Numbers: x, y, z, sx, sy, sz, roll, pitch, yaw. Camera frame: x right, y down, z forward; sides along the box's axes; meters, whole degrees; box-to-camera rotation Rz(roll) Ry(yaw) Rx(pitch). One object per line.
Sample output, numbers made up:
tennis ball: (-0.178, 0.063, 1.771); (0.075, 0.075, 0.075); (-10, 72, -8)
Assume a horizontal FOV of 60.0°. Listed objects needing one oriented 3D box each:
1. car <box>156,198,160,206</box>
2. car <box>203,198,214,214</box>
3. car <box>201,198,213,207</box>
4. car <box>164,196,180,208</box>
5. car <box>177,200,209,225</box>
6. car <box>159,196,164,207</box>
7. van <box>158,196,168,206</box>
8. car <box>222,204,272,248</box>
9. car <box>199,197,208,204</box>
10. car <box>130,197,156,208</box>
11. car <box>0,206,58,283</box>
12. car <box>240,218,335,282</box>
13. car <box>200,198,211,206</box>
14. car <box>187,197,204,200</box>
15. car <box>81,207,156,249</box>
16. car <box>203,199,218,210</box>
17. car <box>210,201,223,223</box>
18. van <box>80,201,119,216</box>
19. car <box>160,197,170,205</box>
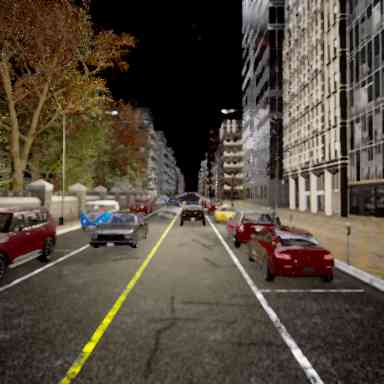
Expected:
car: (-5.733, 1.808, 43.429); (1.887, 1.381, 4.507); (1, 0, 0)
car: (2.655, 1.672, 37.785); (1.967, 1.590, 4.097); (1, 0, 0)
car: (2.628, 1.892, 60.254); (1.887, 1.381, 4.507); (1, 0, 0)
car: (-3.129, 1.679, 55.944); (2.097, 1.767, 4.553); (0, 0, 0)
car: (0.069, 1.667, 25.722); (1.837, 1.490, 4.892); (0, 0, 0)
car: (-5.752, 1.873, 60.101); (1.752, 1.417, 4.829); (1, 0, 0)
van: (-5.756, 1.716, 65.885); (1.690, 1.788, 3.998); (1, 0, 0)
car: (2.682, 1.538, 15.315); (1.967, 1.590, 4.097); (1, 0, 0)
car: (2.608, 1.953, 77.275); (1.752, 1.417, 4.829); (1, 0, 0)
car: (-5.723, 1.548, 37.817); (2.192, 1.841, 5.009); (1, 0, 0)
car: (-5.691, 1.379, 9.747); (2.192, 1.841, 5.009); (1, 0, 0)
car: (2.687, 1.645, 9.697); (1.802, 1.307, 4.206); (1, 0, 0)
car: (2.622, 1.919, 65.871); (1.887, 1.381, 4.507); (1, 0, 0)
car: (0.050, 1.609, 42.053); (2.097, 1.767, 4.553); (0, 0, 0)
car: (-3.119, 1.646, 15.361); (2.033, 1.411, 5.357); (0, 0, 0)
car: (2.641, 1.836, 49.019); (1.887, 1.381, 4.507); (1, 0, 0)
car: (2.667, 1.693, 26.719); (1.752, 1.417, 4.829); (1, 0, 0)
van: (-5.704, 1.474, 20.974); (1.690, 1.788, 3.998); (1, 0, 0)
car: (-5.764, 1.842, 71.498); (1.967, 1.590, 4.097); (1, 0, 0)
